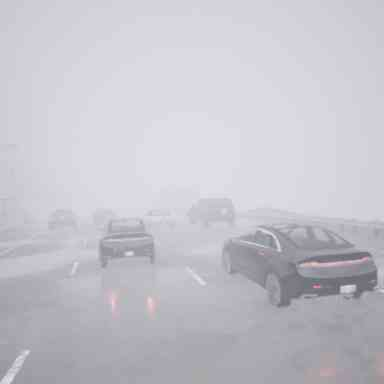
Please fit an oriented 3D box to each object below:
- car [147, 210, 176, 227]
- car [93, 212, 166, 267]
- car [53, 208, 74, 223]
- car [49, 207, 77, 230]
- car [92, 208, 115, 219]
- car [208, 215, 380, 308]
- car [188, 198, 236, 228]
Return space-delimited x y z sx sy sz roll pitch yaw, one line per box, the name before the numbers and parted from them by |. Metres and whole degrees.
car | -2.734 2.045 25.952 1.895 1.301 4.718 -2 -1 -18
car | -2.538 1.761 12.706 2.128 1.511 4.902 -2 -1 -14
car | -14.913 2.668 38.447 2.033 1.411 5.357 -2 -1 -23
car | -10.987 2.178 28.394 2.097 1.767 4.553 -2 -1 -20
car | -8.075 2.222 30.603 2.128 1.511 4.902 -2 -1 -20
car | 2.160 1.502 8.066 2.128 1.511 4.902 -2 -1 -12
car | 1.344 1.475 24.648 2.150 2.045 5.566 -2 -1 -17
